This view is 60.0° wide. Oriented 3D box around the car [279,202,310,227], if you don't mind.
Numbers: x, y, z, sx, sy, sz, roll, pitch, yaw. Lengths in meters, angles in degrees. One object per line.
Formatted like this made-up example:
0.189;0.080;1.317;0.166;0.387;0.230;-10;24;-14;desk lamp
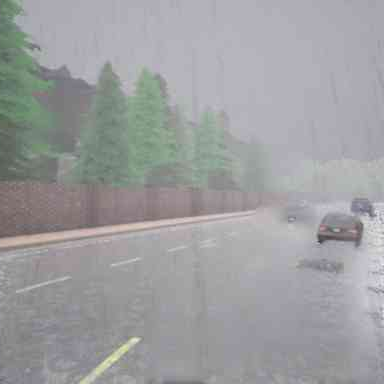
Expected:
7.913;1.740;24.963;1.994;1.385;4.181;2;0;29;car

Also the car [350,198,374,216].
19.767;1.689;38.731;2.150;2.045;5.566;2;0;29;car

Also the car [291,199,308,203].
13.458;1.652;42.112;2.097;1.767;4.553;2;0;29;car

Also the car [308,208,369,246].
7.403;1.720;16.443;2.033;1.411;5.357;2;0;29;car
